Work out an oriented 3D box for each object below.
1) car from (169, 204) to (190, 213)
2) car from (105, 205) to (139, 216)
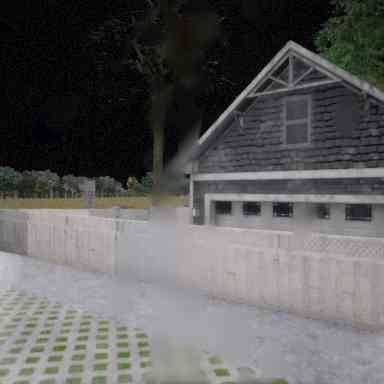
[{"bbox_3d":[-0.737,2.031,37.015,1.895,1.301,4.718,0,-1,35],"label":"car"},{"bbox_3d":[-6.529,1.853,28.782,1.994,1.385,4.181,0,-1,34],"label":"car"}]
